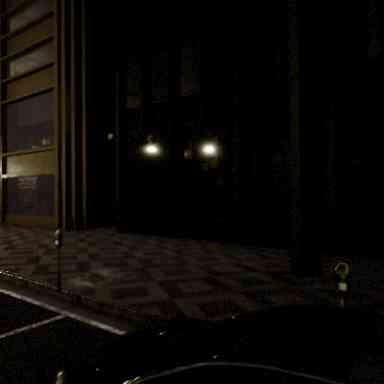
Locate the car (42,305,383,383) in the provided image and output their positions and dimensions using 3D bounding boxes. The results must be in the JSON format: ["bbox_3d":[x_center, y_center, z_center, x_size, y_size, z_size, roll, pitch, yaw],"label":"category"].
[{"bbox_3d":[0.716,1.565,2.347,4.313,1.339,1.947,0,-1,36],"label":"car"}]
